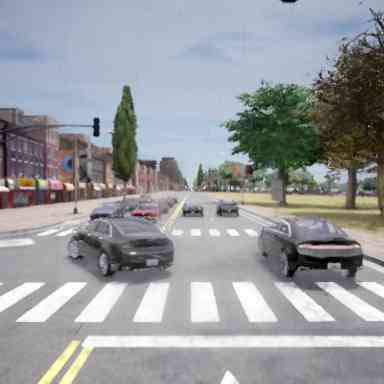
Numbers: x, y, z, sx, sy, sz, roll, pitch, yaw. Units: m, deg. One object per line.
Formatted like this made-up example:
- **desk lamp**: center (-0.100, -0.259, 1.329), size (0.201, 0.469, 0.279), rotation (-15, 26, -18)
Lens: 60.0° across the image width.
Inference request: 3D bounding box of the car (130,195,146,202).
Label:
- **car**: center (-6.601, 1.381, 36.592), size (1.837, 1.490, 4.892), rotation (0, 1, 0)

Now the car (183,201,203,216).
- **car**: center (0.091, 1.523, 31.997), size (1.895, 1.301, 4.718), rotation (0, 1, 0)

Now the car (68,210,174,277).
- **car**: center (-2.377, 1.531, 10.497), size (1.837, 1.490, 4.892), rotation (2, -1, -34)

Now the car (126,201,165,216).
- **car**: center (-3.357, 1.578, 25.046), size (1.895, 1.301, 4.718), rotation (0, 0, 0)

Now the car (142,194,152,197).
- **car**: center (-6.565, 1.114, 46.810), size (2.097, 1.767, 4.553), rotation (0, 1, 0)

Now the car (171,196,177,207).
- **car**: center (-3.333, 1.396, 43.846), size (1.895, 1.301, 4.718), rotation (0, 1, 0)

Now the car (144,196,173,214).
- **car**: center (-3.357, 1.468, 33.851), size (1.994, 1.385, 4.181), rotation (0, 1, 0)

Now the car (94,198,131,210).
- **car**: center (-6.605, 1.514, 26.770), size (2.033, 1.411, 5.357), rotation (0, 0, 0)

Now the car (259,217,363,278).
- **car**: center (3.346, 1.517, 10.233), size (2.128, 1.511, 4.902), rotation (0, 0, 0)

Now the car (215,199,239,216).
- **car**: center (3.341, 1.414, 31.967), size (2.128, 1.511, 4.902), rotation (0, 1, 0)
